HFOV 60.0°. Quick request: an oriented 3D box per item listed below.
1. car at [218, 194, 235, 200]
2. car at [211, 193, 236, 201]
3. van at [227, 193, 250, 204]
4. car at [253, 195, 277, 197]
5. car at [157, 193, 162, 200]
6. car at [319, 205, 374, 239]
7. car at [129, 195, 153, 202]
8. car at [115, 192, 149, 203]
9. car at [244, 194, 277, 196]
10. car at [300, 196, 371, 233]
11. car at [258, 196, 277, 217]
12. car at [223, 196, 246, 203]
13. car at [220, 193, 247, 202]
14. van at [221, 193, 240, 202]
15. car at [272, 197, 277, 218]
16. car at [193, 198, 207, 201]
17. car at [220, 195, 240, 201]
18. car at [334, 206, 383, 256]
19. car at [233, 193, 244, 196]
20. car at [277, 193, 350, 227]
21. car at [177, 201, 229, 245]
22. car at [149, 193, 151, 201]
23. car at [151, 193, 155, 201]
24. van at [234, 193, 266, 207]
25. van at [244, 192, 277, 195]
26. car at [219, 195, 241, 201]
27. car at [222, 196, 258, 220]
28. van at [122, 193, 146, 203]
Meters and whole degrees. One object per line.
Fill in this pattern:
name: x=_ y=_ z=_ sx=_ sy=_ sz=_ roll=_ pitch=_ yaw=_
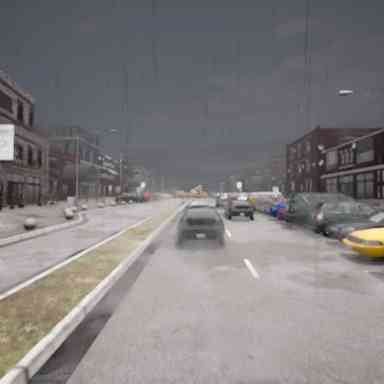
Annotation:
car: x=9.547 y=1.397 z=93.167 sx=4.553 sy=1.767 sz=2.185 roll=0 pitch=0 yaw=1
car: x=3.942 y=1.269 z=42.313 sx=2.128 sy=1.511 sz=4.902 roll=0 pitch=1 yaw=1
van: x=9.116 y=1.238 z=65.587 sx=4.442 sy=1.987 sz=1.878 roll=0 pitch=0 yaw=1
car: x=8.252 y=1.284 z=29.757 sx=4.892 sy=1.521 sz=2.231 roll=0 pitch=0 yaw=1
car: x=-11.120 y=1.162 z=82.715 sx=5.566 sy=2.045 sz=2.435 roll=0 pitch=0 yaw=1
car: x=7.900 y=1.406 z=13.226 sx=4.674 sy=1.452 sz=2.002 roll=0 pitch=0 yaw=1
car: x=-11.344 y=1.396 z=74.382 sx=4.892 sy=1.521 sz=2.231 roll=0 pitch=0 yaw=1
car: x=-11.665 y=1.092 z=63.151 sx=5.566 sy=2.045 sz=2.435 roll=0 pitch=0 yaw=2
car: x=8.367 y=1.284 z=35.268 sx=5.008 sy=1.535 sz=2.097 roll=0 pitch=0 yaw=1
car: x=7.924 y=1.217 z=15.980 sx=4.553 sy=1.767 sz=2.185 roll=0 pitch=0 yaw=1
car: x=8.193 y=1.288 z=27.002 sx=4.892 sy=1.521 sz=2.231 roll=0 pitch=0 yaw=1
car: x=9.085 y=1.518 z=71.106 sx=4.792 sy=1.488 sz=2.163 roll=0 pitch=0 yaw=1
car: x=9.145 y=1.246 z=73.864 sx=5.566 sy=2.045 sz=2.435 roll=0 pitch=0 yaw=1
van: x=9.172 y=1.286 z=79.381 sx=4.442 sy=1.987 sz=1.878 roll=0 pitch=0 yaw=1
car: x=8.076 y=1.308 z=21.491 sx=5.008 sy=1.535 sz=2.097 roll=0 pitch=0 yaw=1
car: x=0.856 y=1.370 z=37.237 sx=1.895 sy=1.301 sz=4.718 roll=0 pitch=0 yaw=1
car: x=9.343 y=1.558 z=82.137 sx=4.674 sy=1.452 sz=2.002 roll=0 pitch=0 yaw=1
car: x=7.653 y=1.388 z=10.473 sx=5.366 sy=1.575 sz=1.946 roll=0 pitch=1 yaw=1
car: x=8.508 y=1.061 z=43.539 sx=5.566 sy=2.045 sz=2.435 roll=0 pitch=0 yaw=1
car: x=8.044 y=1.072 z=18.733 sx=5.566 sy=2.045 sz=2.435 roll=0 pitch=0 yaw=1
car: x=0.385 y=1.343 z=14.570 sx=1.837 sy=1.490 sz=4.892 roll=0 pitch=1 yaw=1
car: x=-11.464 y=1.403 z=68.829 sx=4.792 sy=1.488 sz=2.163 roll=0 pitch=0 yaw=1
car: x=-11.451 y=1.133 z=71.484 sx=5.566 sy=2.045 sz=2.435 roll=0 pitch=0 yaw=1
van: x=8.535 y=1.123 z=49.051 sx=4.442 sy=1.987 sz=1.878 roll=0 pitch=0 yaw=1
van: x=8.533 y=1.064 z=37.900 sx=4.442 sy=1.987 sz=1.878 roll=0 pitch=0 yaw=1
car: x=9.589 y=1.519 z=84.889 sx=5.366 sy=1.575 sz=1.946 roll=0 pitch=0 yaw=1
car: x=3.583 y=1.295 z=25.737 sx=1.837 sy=1.490 sz=4.892 roll=0 pitch=1 yaw=1
van: x=-11.448 y=1.134 z=65.923 sx=4.442 sy=1.987 sz=1.878 roll=0 pitch=0 yaw=2
